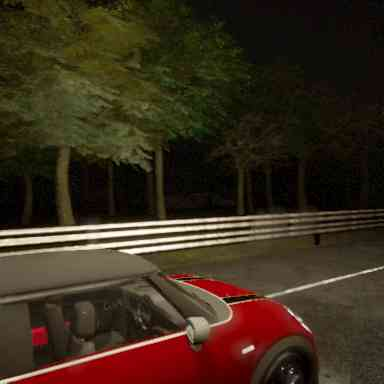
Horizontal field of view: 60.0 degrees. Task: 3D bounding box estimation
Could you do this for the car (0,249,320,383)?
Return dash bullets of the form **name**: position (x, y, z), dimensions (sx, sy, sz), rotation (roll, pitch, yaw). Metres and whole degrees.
- **car**: position (-0.871, 1.349, 3.070), dimensions (4.553, 1.767, 2.097), rotation (0, 0, -35)
